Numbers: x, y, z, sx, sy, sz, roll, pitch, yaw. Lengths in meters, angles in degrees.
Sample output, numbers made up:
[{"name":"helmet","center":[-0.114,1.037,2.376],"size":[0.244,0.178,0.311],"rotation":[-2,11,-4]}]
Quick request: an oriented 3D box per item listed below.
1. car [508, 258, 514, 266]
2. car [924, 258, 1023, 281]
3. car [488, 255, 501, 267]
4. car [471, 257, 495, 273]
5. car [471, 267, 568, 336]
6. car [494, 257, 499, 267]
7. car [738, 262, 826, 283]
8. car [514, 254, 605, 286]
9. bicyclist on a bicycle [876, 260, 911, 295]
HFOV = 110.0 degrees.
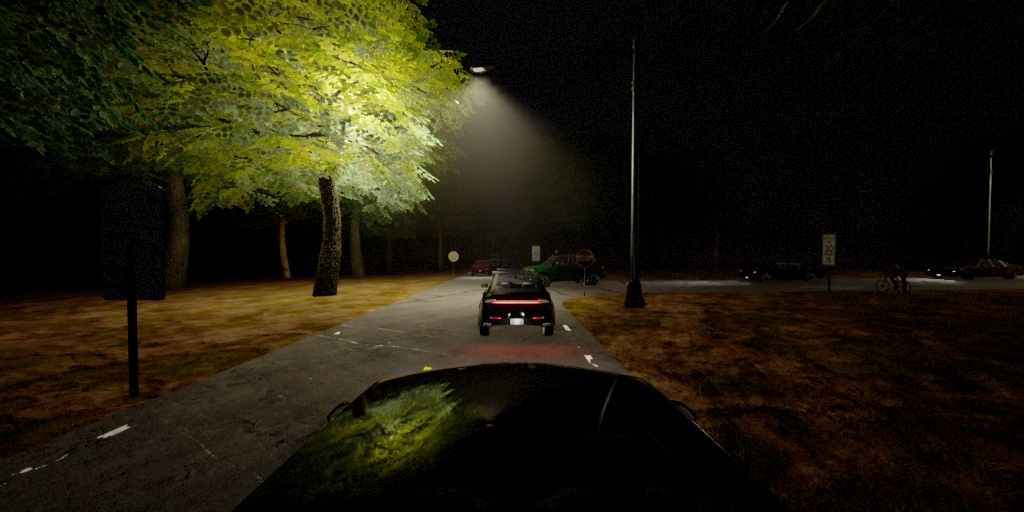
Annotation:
[{"name":"car","center":[0.201,1.108,64.481],"size":[1.994,1.385,4.181],"rotation":[0,0,0]},{"name":"car","center":[31.349,0.869,24.305],"size":[5.357,1.411,2.033],"rotation":[0,1,-4]},{"name":"car","center":[-2.955,0.813,57.108],"size":[2.150,2.045,5.566],"rotation":[0,0,1]},{"name":"car","center":[-3.028,1.155,36.706],"size":[1.882,1.535,5.008],"rotation":[0,0,0]},{"name":"car","center":[0.113,1.235,10.360],"size":[2.128,1.511,4.902],"rotation":[0,0,0]},{"name":"car","center":[-3.021,1.170,46.710],"size":[1.812,1.442,4.674],"rotation":[0,0,0]},{"name":"car","center":[17.893,1.084,23.957],"size":[4.718,1.301,1.895],"rotation":[-1,1,0]},{"name":"car","center":[3.272,0.912,23.269],"size":[5.566,2.045,2.150],"rotation":[-1,0,-15]},{"name":"bicyclist on a bicycle","center":[18.570,1.038,17.492],"size":[0.582,1.620,1.656],"rotation":[-1,0,0]}]
